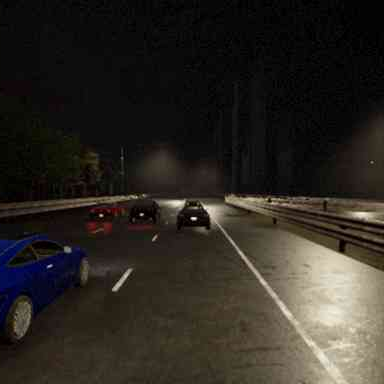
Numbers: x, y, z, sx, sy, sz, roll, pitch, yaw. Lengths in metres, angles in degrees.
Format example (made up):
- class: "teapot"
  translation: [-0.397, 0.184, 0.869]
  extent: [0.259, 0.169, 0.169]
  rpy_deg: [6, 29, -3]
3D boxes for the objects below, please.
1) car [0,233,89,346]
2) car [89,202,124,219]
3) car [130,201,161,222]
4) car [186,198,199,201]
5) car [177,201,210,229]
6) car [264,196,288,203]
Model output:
- class: "car"
  translation: [-3.400, 1.498, 6.180]
  extent: [1.812, 1.442, 4.674]
  rpy_deg: [0, 0, 0]
- class: "car"
  translation: [-6.908, 1.488, 27.504]
  extent: [1.895, 1.301, 4.718]
  rpy_deg: [0, 0, 0]
- class: "car"
  translation: [-3.403, 1.374, 24.982]
  extent: [1.882, 1.535, 5.008]
  rpy_deg: [0, 0, 0]
- class: "car"
  translation: [0.098, 1.439, 41.593]
  extent: [1.895, 1.301, 4.718]
  rpy_deg: [0, 0, 0]
- class: "car"
  translation: [0.100, 1.476, 20.894]
  extent: [1.994, 1.385, 4.181]
  rpy_deg: [0, 0, 0]
- class: "car"
  translation: [12.428, 1.372, 49.828]
  extent: [2.128, 1.511, 4.902]
  rpy_deg: [0, 0, -16]
